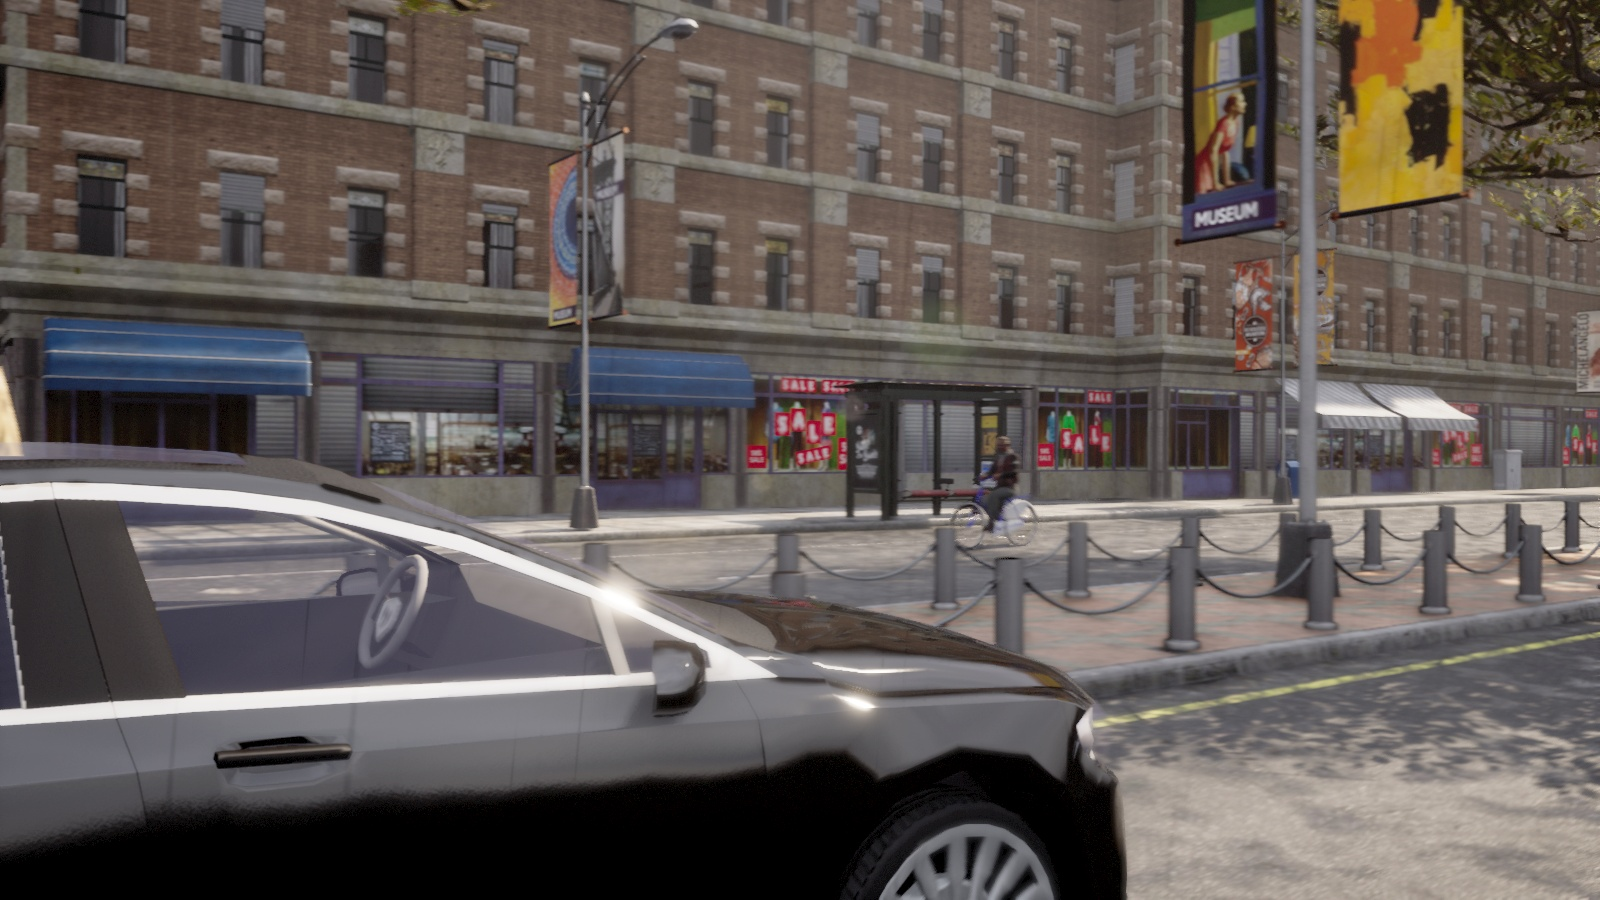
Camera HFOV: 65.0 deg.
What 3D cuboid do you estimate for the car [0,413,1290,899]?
[{"bbox_3d":[-1.355,0.711,2.715,4.902,1.511,2.128,0,0,-35],"label":"car"}]

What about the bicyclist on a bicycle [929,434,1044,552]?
[{"bbox_3d":[2.937,0.657,19.715,1.843,1.776,0.659,0,0,-35],"label":"bicyclist on a bicycle"}]

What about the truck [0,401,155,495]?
[{"bbox_3d":[-29.256,-0.058,47.904,7.936,3.462,2.891,0,0,-35],"label":"truck"}]
